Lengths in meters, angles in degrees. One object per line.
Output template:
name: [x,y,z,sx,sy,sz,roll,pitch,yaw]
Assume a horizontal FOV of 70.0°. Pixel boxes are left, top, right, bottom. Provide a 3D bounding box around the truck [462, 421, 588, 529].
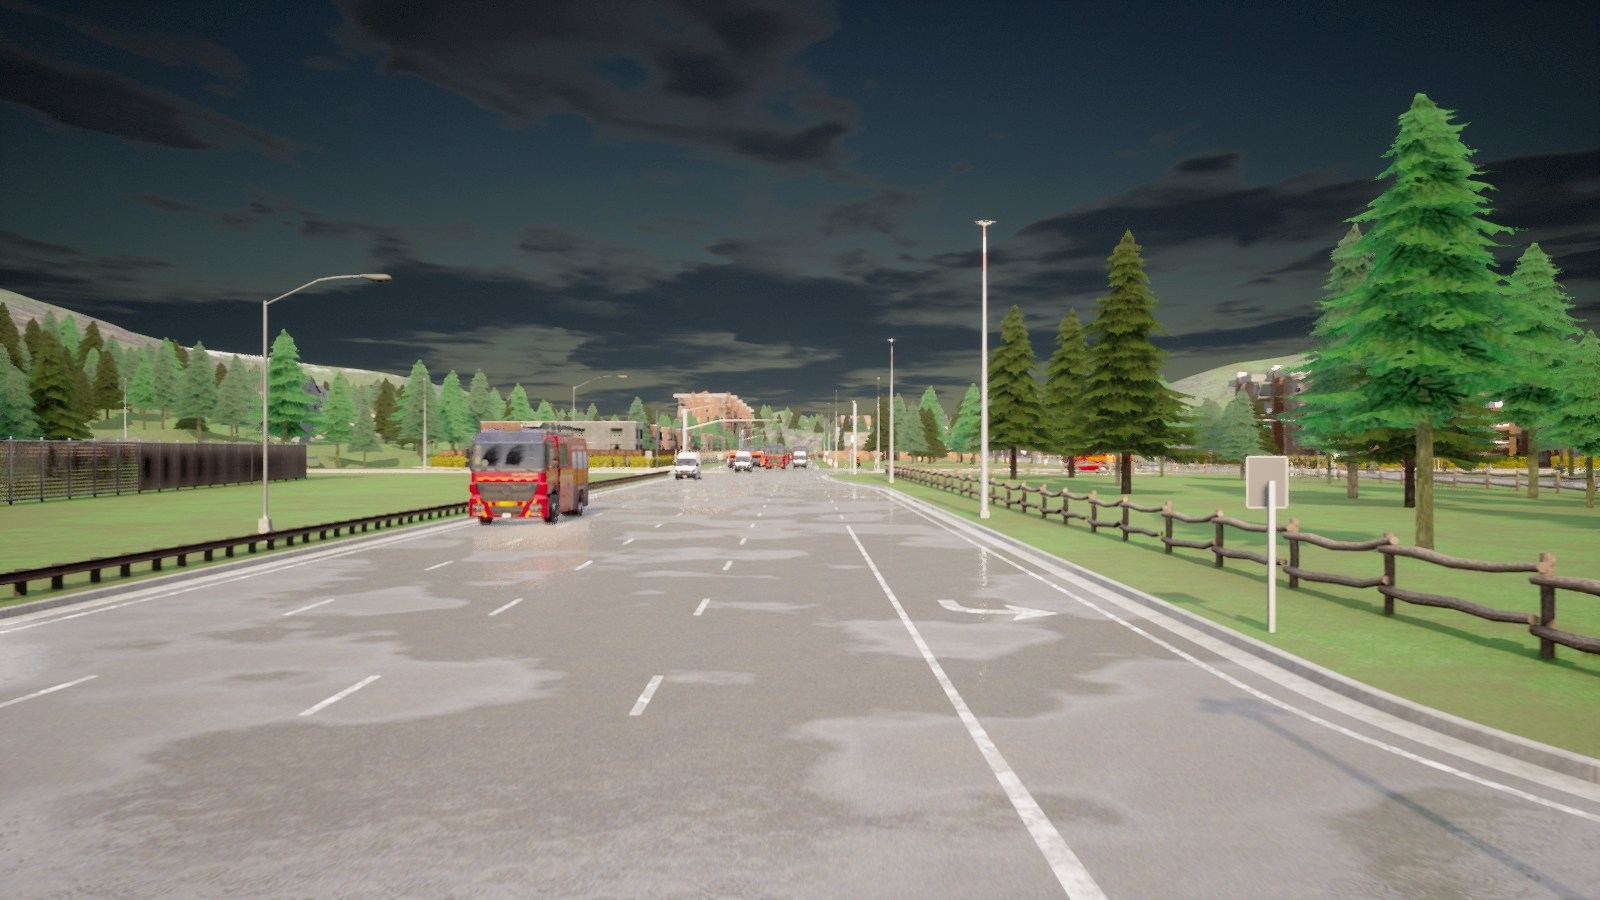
truck: [-10.496,0.893,44.615,2.891,3.827,8.468,0,0,0]
